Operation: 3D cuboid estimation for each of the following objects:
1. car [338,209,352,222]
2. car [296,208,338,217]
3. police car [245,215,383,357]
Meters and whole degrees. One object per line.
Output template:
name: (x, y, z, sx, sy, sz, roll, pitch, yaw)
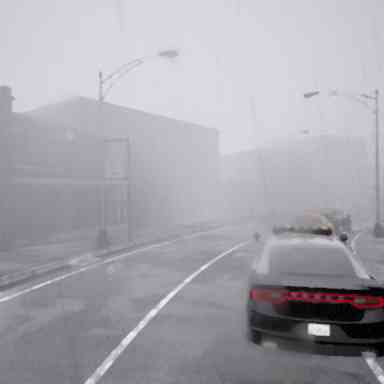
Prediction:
car: (8.263, 1.701, 19.980, 1.837, 1.490, 4.892, 0, -1, 35)
car: (5.457, 1.608, 15.348, 1.801, 1.575, 5.366, 0, -1, 27)
police car: (2.145, 1.490, 6.543, 1.930, 1.638, 5.238, -1, -1, 14)
